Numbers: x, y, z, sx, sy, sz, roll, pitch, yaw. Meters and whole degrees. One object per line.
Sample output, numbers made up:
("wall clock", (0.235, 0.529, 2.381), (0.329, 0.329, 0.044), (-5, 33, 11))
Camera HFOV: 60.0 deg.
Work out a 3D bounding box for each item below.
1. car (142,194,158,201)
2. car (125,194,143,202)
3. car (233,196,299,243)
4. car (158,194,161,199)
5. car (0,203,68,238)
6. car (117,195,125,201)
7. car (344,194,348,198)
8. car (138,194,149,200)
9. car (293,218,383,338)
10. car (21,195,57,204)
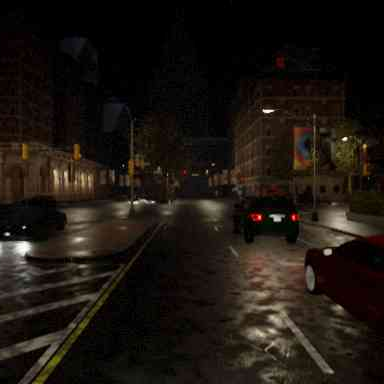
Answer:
("car", (-9.178, 1.373, 73.507), (1.994, 1.385, 4.181), (0, 0, -1))
("car", (-12.678, 1.345, 73.438), (2.128, 1.511, 4.902), (0, 0, -1))
("car", (3.356, 1.182, 15.940), (2.150, 2.045, 5.566), (0, 0, -1))
("car", (-9.430, 1.282, 89.040), (1.837, 1.490, 4.892), (0, 0, -1))
("car", (-8.294, 1.504, 17.596), (2.033, 1.411, 5.357), (0, 0, 0))
("car", (-15.978, 1.407, 76.536), (1.895, 1.301, 4.718), (0, 0, -1))
("car", (36.687, 1.289, 78.784), (2.231, 1.521, 4.892), (0, 0, -1))
("car", (-12.929, 1.307, 88.974), (2.128, 1.511, 4.902), (0, 0, -1))
("car", (3.521, 1.464, 5.662), (1.882, 1.535, 5.008), (0, 0, -1))
("car", (-21.306, 1.238, 46.259), (4.553, 1.767, 2.097), (0, 0, 6))
